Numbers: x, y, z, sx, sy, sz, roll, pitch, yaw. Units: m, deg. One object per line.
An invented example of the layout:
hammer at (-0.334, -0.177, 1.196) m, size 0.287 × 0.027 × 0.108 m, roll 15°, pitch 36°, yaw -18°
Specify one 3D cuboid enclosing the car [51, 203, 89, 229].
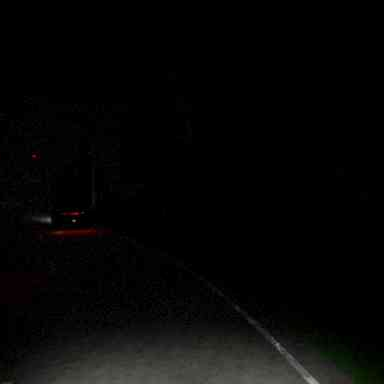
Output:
car at (-7.878, 1.453, 21.337) m, size 2.128 × 1.511 × 4.902 m, roll -1°, pitch 0°, yaw -27°
